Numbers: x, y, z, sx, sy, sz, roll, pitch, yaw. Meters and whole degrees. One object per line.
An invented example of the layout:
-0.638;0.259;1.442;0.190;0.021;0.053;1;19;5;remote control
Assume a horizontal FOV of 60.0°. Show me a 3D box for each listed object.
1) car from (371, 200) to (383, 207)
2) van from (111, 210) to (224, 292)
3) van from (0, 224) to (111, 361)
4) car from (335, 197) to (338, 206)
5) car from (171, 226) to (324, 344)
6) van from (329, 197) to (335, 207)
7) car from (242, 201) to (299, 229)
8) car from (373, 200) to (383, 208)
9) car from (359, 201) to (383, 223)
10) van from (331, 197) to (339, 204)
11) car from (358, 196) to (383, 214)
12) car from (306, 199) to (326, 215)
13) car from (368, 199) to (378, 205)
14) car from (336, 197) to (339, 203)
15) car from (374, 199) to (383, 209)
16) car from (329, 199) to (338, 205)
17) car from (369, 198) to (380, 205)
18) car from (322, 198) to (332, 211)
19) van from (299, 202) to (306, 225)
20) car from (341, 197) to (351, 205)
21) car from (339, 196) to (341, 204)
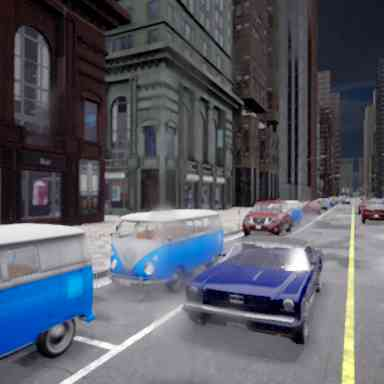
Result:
36.780;2.218;65.986;2.008;1.369;4.403;0;-1;26;car
-0.484;1.398;8.889;1.690;1.788;3.998;0;0;26;van
-2.950;1.352;3.821;1.690;1.788;3.998;0;0;26;van
26.644;2.169;64.638;1.947;1.339;4.313;0;-1;26;car
1.584;1.655;6.832;1.895;1.301;4.718;0;0;25;car
24.178;1.893;59.572;1.690;1.788;3.998;0;-1;26;van
4.448;1.466;19.026;2.192;1.841;5.009;0;-1;26;car
34.388;2.143;61.071;1.752;1.417;4.829;0;-1;26;car
15.057;1.743;27.434;1.882;1.535;5.008;0;-1;26;car
36.509;2.150;84.914;1.690;1.788;3.998;0;-1;26;van
20.447;1.725;38.533;2.097;1.767;4.553;0;-1;26;car
14.312;1.892;39.297;1.887;1.381;4.507;0;-1;26;car
44.178;2.388;81.190;1.947;1.339;4.313;0;-1;26;car
29.110;2.221;69.707;1.947;1.339;4.313;0;-1;26;car
31.848;2.005;55.852;1.967;1.590;4.097;0;-1;26;car
34.042;2.302;79.843;1.887;1.381;4.507;0;-1;26;car
41.712;2.211;76.123;1.967;1.590;4.097;0;-1;26;car
19.245;2.015;49.433;1.947;1.339;4.313;0;-1;26;car
6.914;1.540;24.093;1.690;1.788;3.998;0;-1;26;van
35.108;2.333;75.710;1.895;1.301;4.718;0;0;26;car
31.576;2.021;74.777;2.192;1.841;5.009;0;-1;26;car
